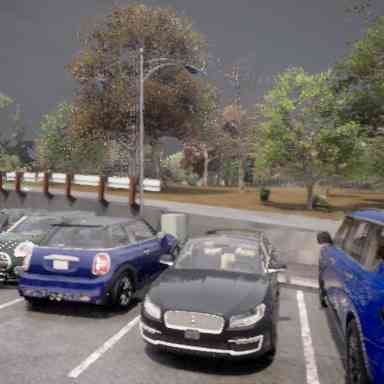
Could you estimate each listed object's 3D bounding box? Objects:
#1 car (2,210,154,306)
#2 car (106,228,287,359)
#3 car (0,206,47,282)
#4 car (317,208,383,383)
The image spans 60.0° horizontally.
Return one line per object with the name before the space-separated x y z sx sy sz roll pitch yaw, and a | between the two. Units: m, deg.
car | -1.818 1.374 8.098 2.185 1.767 4.553 0 -1 15
car | 0.655 1.494 6.373 2.231 1.521 4.892 0 -1 16
car | -4.254 1.381 9.913 2.185 1.767 4.553 0 -1 16
car | 3.110 1.235 4.642 2.435 2.045 5.566 0 -1 16
